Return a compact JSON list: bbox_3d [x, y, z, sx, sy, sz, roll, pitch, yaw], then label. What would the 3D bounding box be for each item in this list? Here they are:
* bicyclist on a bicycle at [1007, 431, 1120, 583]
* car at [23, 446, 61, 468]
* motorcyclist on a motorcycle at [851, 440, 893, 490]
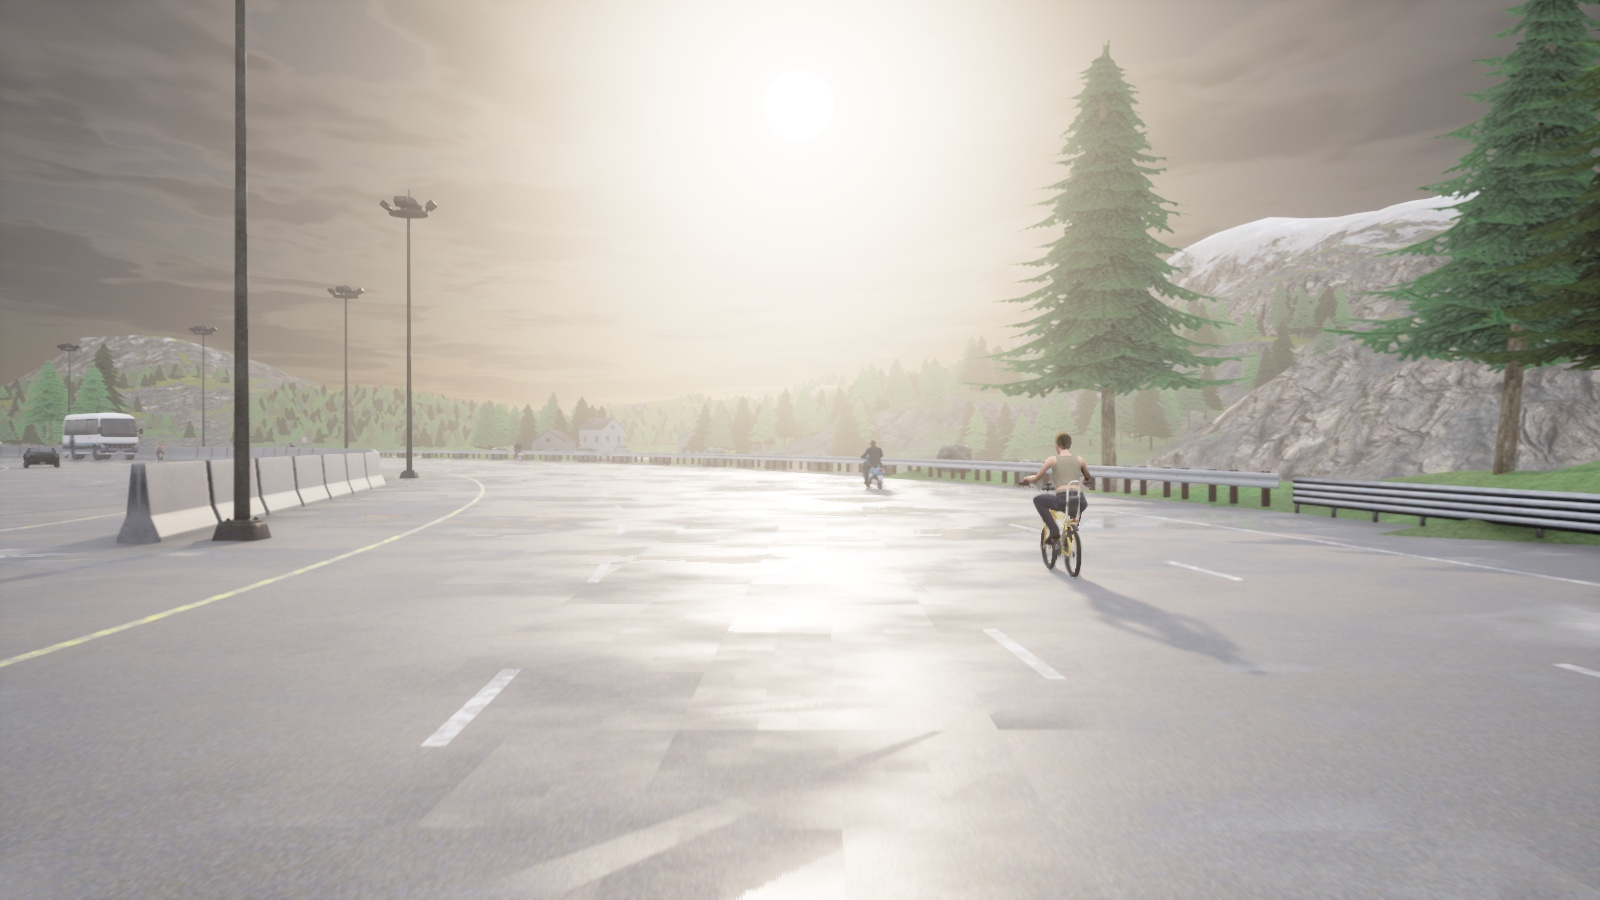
[{"bbox_3d":[2.942,0.605,14.184,0.866,1.612,1.509,0,0,-4],"label":"bicyclist on a bicycle"},{"bbox_3d":[-46.407,0.385,76.852,1.895,1.301,4.718,0,0,-32],"label":"car"},{"bbox_3d":[2.326,0.472,40.621,0.866,1.590,1.817,-1,0,-13],"label":"motorcyclist on a motorcycle"}]
